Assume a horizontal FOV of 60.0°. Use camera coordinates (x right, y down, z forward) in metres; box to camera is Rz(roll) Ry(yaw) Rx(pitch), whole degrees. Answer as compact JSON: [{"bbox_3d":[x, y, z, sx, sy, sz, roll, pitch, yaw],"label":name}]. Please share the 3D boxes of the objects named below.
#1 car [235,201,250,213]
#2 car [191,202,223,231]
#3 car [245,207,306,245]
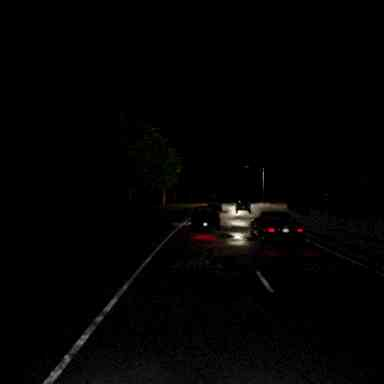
[{"bbox_3d":[6.270,1.841,41.041,2.033,1.411,5.357,0,0,7],"label":"car"},{"bbox_3d":[0.960,1.696,22.432,1.837,1.490,4.892,0,0,4],"label":"car"},{"bbox_3d":[4.076,1.693,16.461,2.033,1.411,5.357,0,0,3],"label":"car"}]
